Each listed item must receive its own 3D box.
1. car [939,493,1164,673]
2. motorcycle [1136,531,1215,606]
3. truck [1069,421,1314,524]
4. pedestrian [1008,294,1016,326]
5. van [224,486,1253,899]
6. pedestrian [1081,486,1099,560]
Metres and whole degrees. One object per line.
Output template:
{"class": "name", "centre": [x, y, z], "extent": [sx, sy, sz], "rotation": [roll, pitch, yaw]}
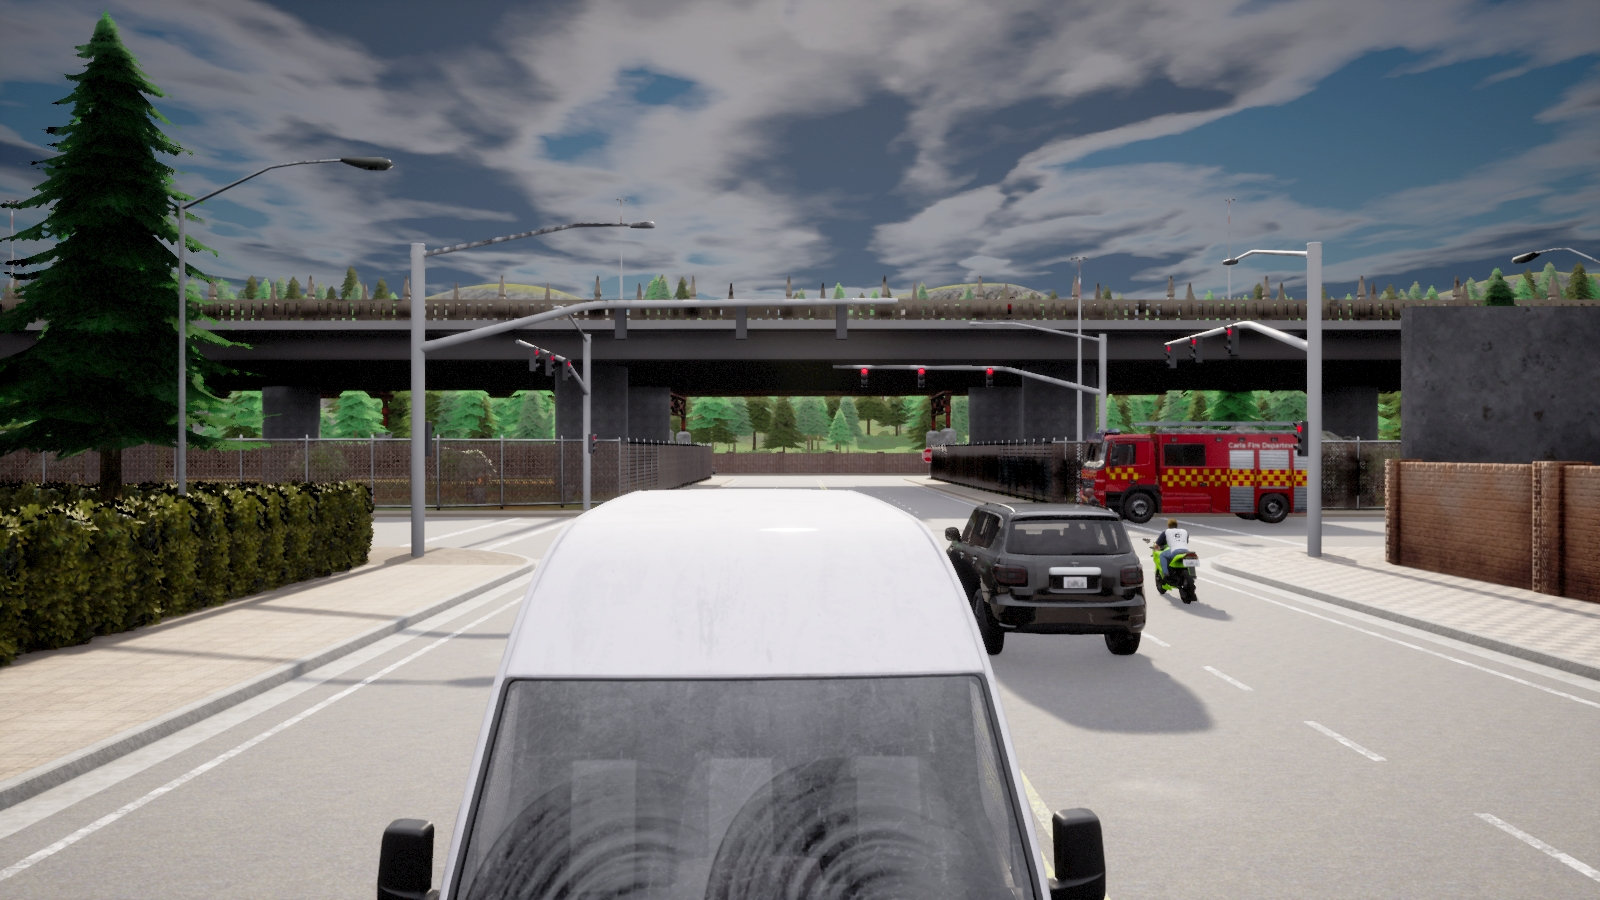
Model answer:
{"class": "car", "centre": [3.496, 1.780, 17.139], "extent": [2.150, 2.045, 5.566], "rotation": [0, 0, 0]}
{"class": "motorcycle", "centre": [6.995, 2.187, 21.401], "extent": [0.803, 1.199, 2.033], "rotation": [0, 0, 0]}
{"class": "truck", "centre": [15.008, 0.840, 44.240], "extent": [8.468, 3.827, 2.891], "rotation": [0, 0, 0]}
{"class": "pedestrian", "centre": [12.561, -8.300, 67.737], "extent": [0.375, 1.860, 0.375], "rotation": [0, 0, 0]}
{"class": "van", "centre": [-0.245, 1.535, 5.164], "extent": [1.988, 2.561, 5.915], "rotation": [0, 0, -3]}
{"class": "pedestrian", "centre": [7.357, 1.841, 28.986], "extent": [0.375, 1.860, 0.375], "rotation": [0, 0, 0]}
